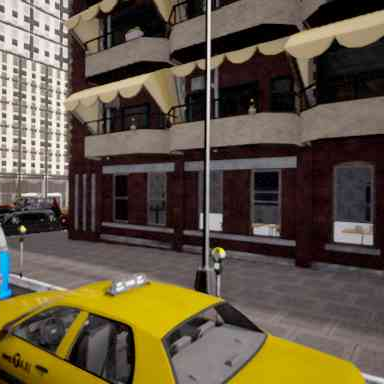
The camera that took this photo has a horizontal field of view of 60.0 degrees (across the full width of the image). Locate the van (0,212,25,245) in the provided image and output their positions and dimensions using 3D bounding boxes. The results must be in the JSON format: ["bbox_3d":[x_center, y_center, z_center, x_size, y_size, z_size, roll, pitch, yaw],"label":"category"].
[{"bbox_3d":[-5.271,1.357,6.613,3.998,1.788,1.690,0,1,35],"label":"van"}]

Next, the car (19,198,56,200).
[{"bbox_3d":[-13.726,1.398,28.060,2.192,1.841,5.009,0,0,36],"label":"car"}]

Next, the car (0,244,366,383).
[{"bbox_3d":[-0.845,1.530,3.464,4.829,1.417,1.752,0,1,35],"label":"car"}]

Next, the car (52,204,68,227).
[{"bbox_3d":[-6.933,1.727,23.156,1.887,1.381,4.507,0,0,36],"label":"car"}]

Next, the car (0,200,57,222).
[{"bbox_3d":[-12.443,1.598,25.395,2.128,1.511,4.902,1,0,36],"label":"car"}]
